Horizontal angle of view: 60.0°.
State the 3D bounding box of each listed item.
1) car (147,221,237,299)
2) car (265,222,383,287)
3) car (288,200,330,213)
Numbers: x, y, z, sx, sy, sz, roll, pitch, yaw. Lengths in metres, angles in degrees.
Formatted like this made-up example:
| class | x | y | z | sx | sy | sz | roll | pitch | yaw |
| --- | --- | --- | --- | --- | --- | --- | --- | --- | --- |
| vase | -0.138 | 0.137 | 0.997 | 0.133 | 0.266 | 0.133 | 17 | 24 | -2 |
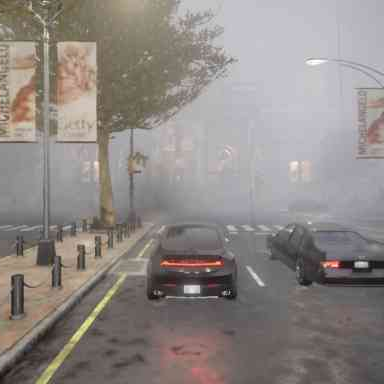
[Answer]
| class | x | y | z | sx | sy | sz | roll | pitch | yaw |
| --- | --- | --- | --- | --- | --- | --- | --- | --- | --- |
| car | -0.001 | 1.505 | 8.418 | 1.837 | 1.490 | 4.892 | 0 | 0 | 0 |
| car | 3.498 | 1.547 | 9.382 | 2.033 | 1.411 | 5.357 | 0 | 0 | 0 |
| car | 12.614 | 1.563 | 36.000 | 4.181 | 1.385 | 1.994 | 0 | 0 | 0 |
